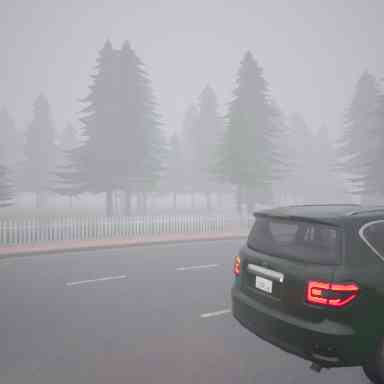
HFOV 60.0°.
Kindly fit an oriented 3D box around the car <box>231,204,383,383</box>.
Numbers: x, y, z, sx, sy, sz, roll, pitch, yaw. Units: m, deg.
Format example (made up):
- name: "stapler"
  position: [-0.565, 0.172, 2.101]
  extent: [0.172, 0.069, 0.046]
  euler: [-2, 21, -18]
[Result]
- name: "car"
  position: [3.259, 1.222, 5.320]
  extent: [5.566, 2.045, 2.150]
  euler: [0, 0, -28]
